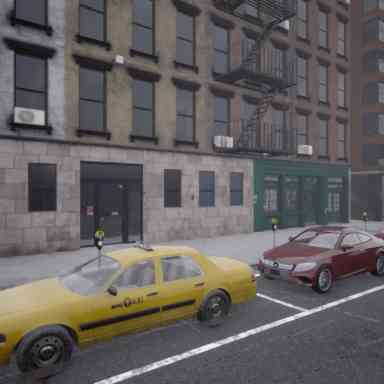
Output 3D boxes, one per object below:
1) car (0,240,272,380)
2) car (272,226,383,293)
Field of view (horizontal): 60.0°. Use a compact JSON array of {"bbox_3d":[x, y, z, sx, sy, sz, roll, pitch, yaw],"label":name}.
[{"bbox_3d":[-1.036,1.525,5.455,4.829,1.417,1.752,0,0,-36],"label":"car"},{"bbox_3d":[3.588,1.583,8.768,4.206,1.307,1.802,0,0,-36],"label":"car"}]
